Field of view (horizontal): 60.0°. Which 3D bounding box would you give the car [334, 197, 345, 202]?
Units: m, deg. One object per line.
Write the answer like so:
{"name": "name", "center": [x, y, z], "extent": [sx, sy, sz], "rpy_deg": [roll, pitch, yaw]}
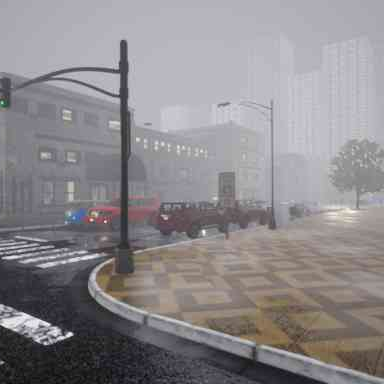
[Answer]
{"name": "car", "center": [38.054, 1.933, 85.720], "extent": [1.887, 1.381, 4.507], "rpy_deg": [-1, -1, 35]}

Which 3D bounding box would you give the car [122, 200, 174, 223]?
{"name": "car", "center": [-3.502, 1.528, 27.152], "extent": [1.967, 1.590, 4.097], "rpy_deg": [-1, -1, 35]}

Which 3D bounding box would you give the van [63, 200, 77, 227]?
{"name": "van", "center": [-6.699, 1.411, 22.648], "extent": [1.690, 1.788, 3.998], "rpy_deg": [-1, 0, 35]}

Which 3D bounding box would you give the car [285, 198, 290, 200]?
{"name": "car", "center": [15.579, 1.739, 54.044], "extent": [1.752, 1.417, 4.829], "rpy_deg": [-1, -1, 35]}

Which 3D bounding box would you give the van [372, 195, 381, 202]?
{"name": "van", "center": [44.889, 1.693, 80.875], "extent": [1.690, 1.788, 3.998], "rpy_deg": [-1, -1, 35]}

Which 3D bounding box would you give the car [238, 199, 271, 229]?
{"name": "car", "center": [3.333, 1.366, 22.306], "extent": [2.192, 1.841, 5.009], "rpy_deg": [-1, -1, 35]}

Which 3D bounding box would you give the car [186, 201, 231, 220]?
{"name": "car", "center": [1.592, 1.620, 29.835], "extent": [1.812, 1.442, 4.674], "rpy_deg": [0, 0, 36]}

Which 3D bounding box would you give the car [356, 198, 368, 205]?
{"name": "car", "center": [32.104, 1.800, 62.852], "extent": [2.008, 1.369, 4.403], "rpy_deg": [-1, -1, 35]}

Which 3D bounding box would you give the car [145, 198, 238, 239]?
{"name": "car", "center": [0.136, 1.348, 17.801], "extent": [2.192, 1.841, 5.009], "rpy_deg": [-1, -1, 35]}

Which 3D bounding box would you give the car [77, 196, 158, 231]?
{"name": "car", "center": [-4.246, 1.283, 21.627], "extent": [2.150, 2.045, 5.566], "rpy_deg": [0, 0, 35]}

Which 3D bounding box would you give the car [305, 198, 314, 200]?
{"name": "car", "center": [22.071, 1.813, 63.194], "extent": [2.008, 1.369, 4.403], "rpy_deg": [-1, -1, 35]}

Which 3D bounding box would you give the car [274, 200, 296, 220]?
{"name": "car", "center": [6.531, 1.615, 26.810], "extent": [1.887, 1.381, 4.507], "rpy_deg": [-1, -1, 35]}

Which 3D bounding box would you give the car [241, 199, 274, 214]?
{"name": "car", "center": [7.626, 1.637, 38.330], "extent": [1.837, 1.490, 4.892], "rpy_deg": [0, 0, 36]}

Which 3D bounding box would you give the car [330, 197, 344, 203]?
{"name": "car", "center": [34.858, 1.912, 81.214], "extent": [2.008, 1.369, 4.403], "rpy_deg": [-1, -1, 35]}

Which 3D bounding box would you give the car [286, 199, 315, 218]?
{"name": "car", "center": [9.728, 1.656, 31.315], "extent": [1.947, 1.339, 4.313], "rpy_deg": [-1, -1, 35]}

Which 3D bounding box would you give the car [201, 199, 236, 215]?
{"name": "car", "center": [2.891, 1.567, 36.164], "extent": [1.967, 1.590, 4.097], "rpy_deg": [-1, -1, 35]}

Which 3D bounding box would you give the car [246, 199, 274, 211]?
{"name": "car", "center": [9.285, 1.720, 45.173], "extent": [2.008, 1.369, 4.403], "rpy_deg": [-1, -1, 35]}

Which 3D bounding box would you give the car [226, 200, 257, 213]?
{"name": "car", "center": [6.088, 1.698, 40.667], "extent": [2.008, 1.369, 4.403], "rpy_deg": [-1, -1, 35]}
